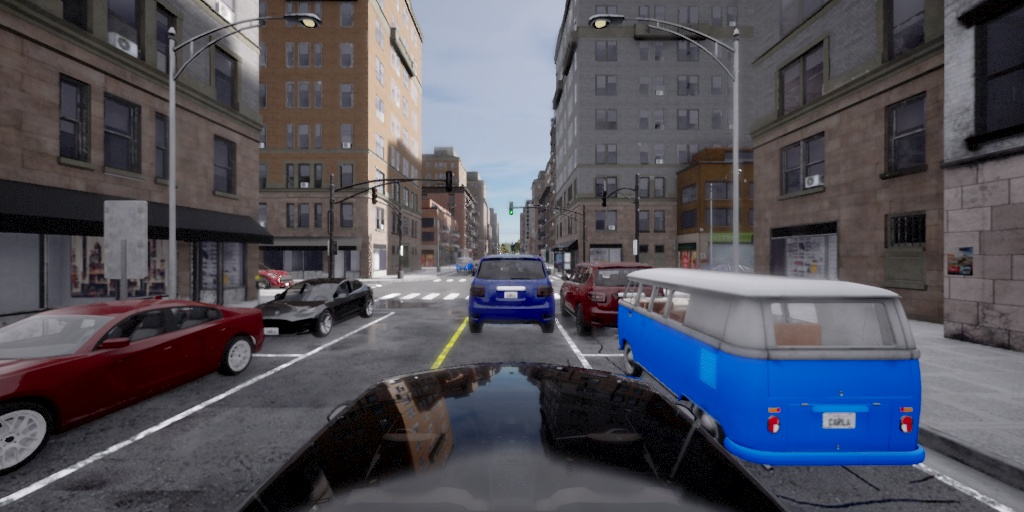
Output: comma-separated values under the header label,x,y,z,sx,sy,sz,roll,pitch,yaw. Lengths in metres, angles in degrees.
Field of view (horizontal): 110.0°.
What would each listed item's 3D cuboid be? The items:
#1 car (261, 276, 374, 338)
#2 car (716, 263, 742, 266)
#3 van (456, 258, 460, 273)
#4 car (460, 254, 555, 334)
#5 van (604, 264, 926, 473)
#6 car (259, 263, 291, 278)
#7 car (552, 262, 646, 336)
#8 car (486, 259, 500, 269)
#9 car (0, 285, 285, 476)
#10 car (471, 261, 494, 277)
label,x,y,z,sx,sy,sz,roll,pitch,yaw
car,-5.411,1.316,10.224,1.948,1.339,4.313,0,0,0
car,14.679,1.225,25.171,5.357,1.411,2.033,0,0,0
van,-5.545,1.087,42.188,1.690,1.789,3.998,0,0,0
car,0.034,0.972,10.753,2.150,2.045,5.566,0,0,1
van,2.633,1.091,4.742,1.690,1.789,3.998,0,0,0
car,-16.089,1.164,22.066,4.553,1.767,2.097,0,0,0
car,2.614,1.065,10.253,2.192,1.841,5.009,0,0,0
car,-3.036,1.290,57.721,2.033,1.411,5.357,0,0,0
car,-5.392,1.295,4.714,1.888,1.381,4.507,0,0,0
car,-2.956,1.252,36.620,1.837,1.490,4.892,0,0,1
